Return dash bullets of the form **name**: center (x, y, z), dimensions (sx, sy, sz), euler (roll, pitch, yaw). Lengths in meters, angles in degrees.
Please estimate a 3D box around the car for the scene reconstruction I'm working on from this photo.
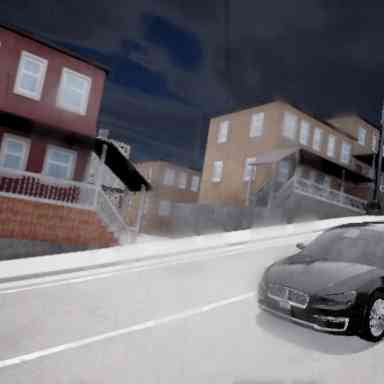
- **car**: center (3.364, 1.388, 6.382), dimensions (4.892, 1.490, 1.837), euler (-2, 1, -35)
